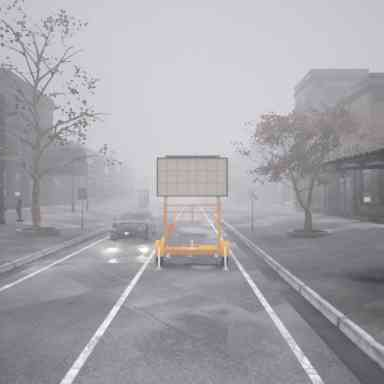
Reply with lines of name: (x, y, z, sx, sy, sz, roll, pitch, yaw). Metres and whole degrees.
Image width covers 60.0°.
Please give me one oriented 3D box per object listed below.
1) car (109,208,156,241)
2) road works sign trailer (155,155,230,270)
car: (-2.988, 1.664, 17.595, 1.837, 1.490, 4.892, 0, -1, 0)
road works sign trailer: (0.008, 0.560, 11.359, 2.380, 3.560, 2.880, 0, -1, 0)
